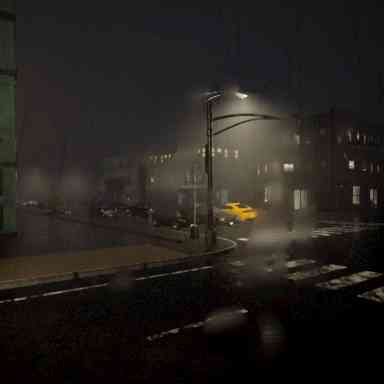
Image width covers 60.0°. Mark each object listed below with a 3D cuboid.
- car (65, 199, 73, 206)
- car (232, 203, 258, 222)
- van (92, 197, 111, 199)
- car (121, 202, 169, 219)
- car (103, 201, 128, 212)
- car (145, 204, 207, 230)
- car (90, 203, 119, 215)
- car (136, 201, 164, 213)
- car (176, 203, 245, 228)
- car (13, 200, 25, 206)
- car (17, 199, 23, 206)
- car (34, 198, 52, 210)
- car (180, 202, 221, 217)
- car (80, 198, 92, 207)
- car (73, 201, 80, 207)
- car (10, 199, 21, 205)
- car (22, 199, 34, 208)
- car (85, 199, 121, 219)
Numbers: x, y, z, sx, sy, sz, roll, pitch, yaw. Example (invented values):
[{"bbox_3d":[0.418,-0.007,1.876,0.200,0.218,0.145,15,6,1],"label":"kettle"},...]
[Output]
[{"bbox_3d":[-28.145,2.365,75.489,1.947,1.339,4.313,-1,0,-36],"label":"car"},{"bbox_3d":[3.162,1.675,27.232,1.882,1.535,5.008,-1,0,-35],"label":"car"},{"bbox_3d":[-15.275,1.907,57.476,1.690,1.788,3.998,-1,0,-36],"label":"van"},{"bbox_3d":[-4.722,1.825,32.780,2.128,1.511,4.902,-1,0,-35],"label":"car"},{"bbox_3d":[-10.749,2.032,46.712,1.994,1.385,4.181,-1,0,-36],"label":"car"},{"bbox_3d":[-1.242,1.815,23.229,1.947,1.339,4.313,-2,0,-36],"label":"car"},{"bbox_3d":[-11.026,2.057,41.614,1.895,1.301,4.718,-1,0,-35],"label":"car"},{"bbox_3d":[-5.613,1.966,43.967,1.802,1.307,4.206,-2,0,-36],"label":"car"},{"bbox_3d":[1.112,1.766,24.612,2.033,1.411,5.357,-1,0,-36],"label":"car"},{"bbox_3d":[-41.400,2.548,79.620,2.008,1.369,4.403,-1,0,-36],"label":"car"},{"bbox_3d":[-38.183,2.380,75.116,1.967,1.590,4.097,-1,0,-36],"label":"car"},{"bbox_3d":[-25.207,2.233,56.966,1.752,1.417,4.829,-1,0,-36],"label":"car"},{"bbox_3d":[0.823,1.810,34.961,2.008,1.369,4.403,-2,0,-36],"label":"car"},{"bbox_3d":[-18.495,1.940,61.979,2.192,1.841,5.009,-1,0,-36],"label":"car"},{"bbox_3d":[-21.708,2.228,66.482,1.887,1.381,4.507,-1,0,-36],"label":"car"},{"bbox_3d":[-44.618,2.598,84.122,1.887,1.381,4.507,-1,0,-36],"label":"car"},{"bbox_3d":[-31.744,2.376,66.111,2.008,1.369,4.403,-1,0,-36],"label":"car"},{"bbox_3d":[-9.215,1.847,34.589,1.967,1.590,4.097,-1,0,-36],"label":"car"}]
